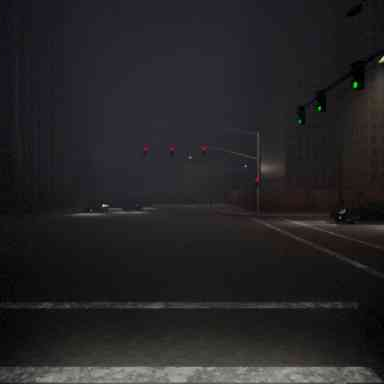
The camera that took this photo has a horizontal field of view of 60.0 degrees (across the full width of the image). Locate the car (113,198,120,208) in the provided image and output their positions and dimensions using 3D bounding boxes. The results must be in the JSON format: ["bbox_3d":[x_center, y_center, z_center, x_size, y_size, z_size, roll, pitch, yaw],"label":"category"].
[{"bbox_3d":[-10.690,1.547,47.692,2.033,1.411,5.357,0,0,0],"label":"car"}]

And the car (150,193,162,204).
[{"bbox_3d":[-7.135,1.226,64.121,2.150,2.045,5.566,0,0,0],"label":"car"}]

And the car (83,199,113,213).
[{"bbox_3d":[-10.709,1.547,37.586,2.033,1.411,5.357,0,0,-3],"label":"car"}]

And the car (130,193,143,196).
[{"bbox_3d":[-10.631,1.218,64.672,2.150,2.045,5.566,0,0,0],"label":"car"}]

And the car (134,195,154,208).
[{"bbox_3d":[-7.188,1.525,49.673,1.812,1.442,4.674,0,0,0],"label":"car"}]

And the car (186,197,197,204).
[{"bbox_3d":[-0.127,1.564,64.979,1.994,1.385,4.181,0,0,0],"label":"car"}]

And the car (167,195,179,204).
[{"bbox_3d":[-3.627,1.352,64.942,2.097,1.767,4.553,0,0,0],"label":"car"}]

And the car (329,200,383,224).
[{"bbox_3d":[12.366,1.352,23.919,4.553,1.767,2.097,0,0,0],"label":"car"}]

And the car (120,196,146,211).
[{"bbox_3d":[-7.158,1.526,40.579,1.812,1.442,4.674,0,0,-1],"label":"car"}]
